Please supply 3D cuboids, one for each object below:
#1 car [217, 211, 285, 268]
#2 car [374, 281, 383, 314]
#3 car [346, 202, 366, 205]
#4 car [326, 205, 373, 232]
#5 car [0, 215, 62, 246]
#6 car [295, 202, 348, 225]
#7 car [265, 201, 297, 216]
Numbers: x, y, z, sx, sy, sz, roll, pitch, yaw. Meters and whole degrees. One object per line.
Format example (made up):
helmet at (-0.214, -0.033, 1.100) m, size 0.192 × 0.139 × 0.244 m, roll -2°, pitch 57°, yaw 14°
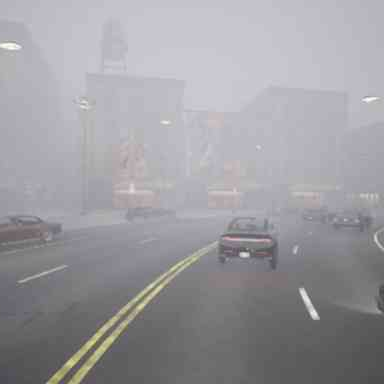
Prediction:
car at (2.171, 1.640, 11.998) m, size 2.128 × 1.511 × 4.902 m, roll 0°, pitch -1°, yaw 15°
car at (3.928, 1.619, 3.451) m, size 2.033 × 1.411 × 5.357 m, roll 0°, pitch -1°, yaw 6°
car at (18.207, 1.915, 38.069) m, size 4.553 × 1.767 × 2.097 m, roll 1°, pitch -1°, yaw -27°
car at (11.295, 1.893, 23.228) m, size 2.033 × 1.411 × 5.357 m, roll 0°, pitch -1°, yaw 36°
car at (-8.011, 1.685, 14.511) m, size 1.895 × 1.301 × 4.718 m, roll 0°, pitch -1°, yaw 19°
car at (10.945, 1.885, 27.949) m, size 2.128 × 1.511 × 4.902 m, roll 0°, pitch -1°, yaw 42°
car at (10.137, 1.834, 36.841) m, size 4.553 × 1.767 × 2.097 m, roll 1°, pitch -1°, yaw -37°
